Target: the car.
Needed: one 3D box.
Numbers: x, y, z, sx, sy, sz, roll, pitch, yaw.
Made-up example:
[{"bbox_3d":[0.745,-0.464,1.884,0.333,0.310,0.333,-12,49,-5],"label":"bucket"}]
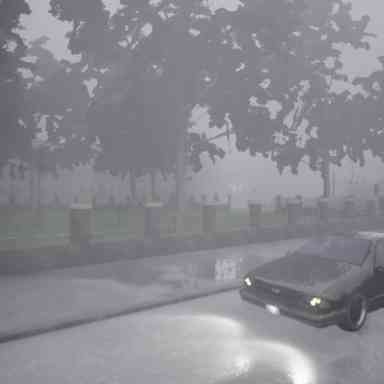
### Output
[{"bbox_3d":[3.493,1.555,7.054,5.357,1.411,2.033,0,0,-36],"label":"car"}]
